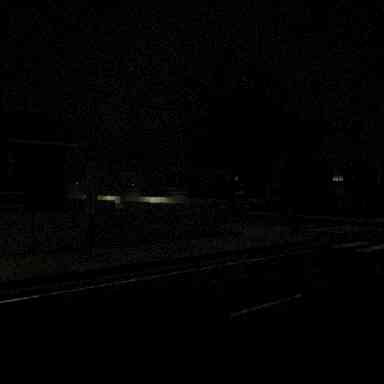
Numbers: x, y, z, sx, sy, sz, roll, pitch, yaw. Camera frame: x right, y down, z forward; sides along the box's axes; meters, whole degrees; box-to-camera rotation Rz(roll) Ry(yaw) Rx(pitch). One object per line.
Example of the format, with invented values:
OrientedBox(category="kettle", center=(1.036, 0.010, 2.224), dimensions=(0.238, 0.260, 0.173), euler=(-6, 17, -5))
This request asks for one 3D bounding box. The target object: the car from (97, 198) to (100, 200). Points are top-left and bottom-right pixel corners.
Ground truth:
OrientedBox(category="car", center=(-16.039, 1.655, 54.243), dimensions=(1.994, 1.385, 4.181), euler=(0, 0, -35))
